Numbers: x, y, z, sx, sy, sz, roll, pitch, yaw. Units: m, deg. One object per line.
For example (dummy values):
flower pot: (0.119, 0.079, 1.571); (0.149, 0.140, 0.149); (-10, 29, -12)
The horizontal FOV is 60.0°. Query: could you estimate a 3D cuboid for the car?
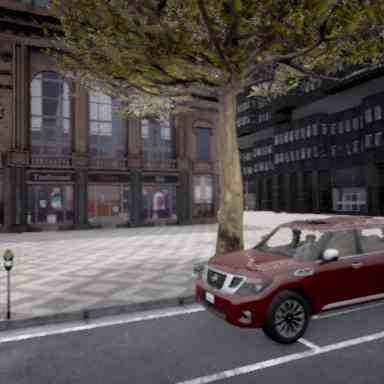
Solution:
car: (2.604, 1.484, 6.705); (5.009, 1.841, 2.192); (0, -2, -24)
